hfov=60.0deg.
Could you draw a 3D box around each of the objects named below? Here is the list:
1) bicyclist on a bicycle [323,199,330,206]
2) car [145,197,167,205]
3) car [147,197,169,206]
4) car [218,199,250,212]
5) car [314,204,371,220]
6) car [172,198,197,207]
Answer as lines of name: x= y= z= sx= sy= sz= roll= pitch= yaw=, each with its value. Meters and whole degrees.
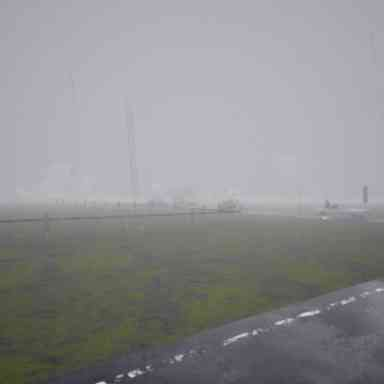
bicyclist on a bicycle: x=15.596 y=1.658 z=38.325 sx=1.656 sy=1.620 sz=0.582 roll=0 pitch=0 yaw=-35
car: x=-7.054 y=1.796 z=65.212 sx=2.128 sy=1.511 sz=4.902 roll=0 pitch=0 yaw=-35
car: x=-5.986 y=1.636 z=58.895 sx=2.097 sy=1.767 sz=4.553 roll=0 pitch=0 yaw=-35
car: x=5.350 y=1.699 z=42.545 sx=2.128 sy=1.511 sz=4.902 roll=0 pitch=0 yaw=-35
car: x=13.751 y=1.766 z=30.541 sx=1.895 sy=1.301 sz=4.718 roll=0 pitch=0 yaw=-35
car: x=-1.337 y=1.815 z=57.144 sx=2.033 sy=1.411 sz=5.357 roll=0 pitch=0 yaw=-34
